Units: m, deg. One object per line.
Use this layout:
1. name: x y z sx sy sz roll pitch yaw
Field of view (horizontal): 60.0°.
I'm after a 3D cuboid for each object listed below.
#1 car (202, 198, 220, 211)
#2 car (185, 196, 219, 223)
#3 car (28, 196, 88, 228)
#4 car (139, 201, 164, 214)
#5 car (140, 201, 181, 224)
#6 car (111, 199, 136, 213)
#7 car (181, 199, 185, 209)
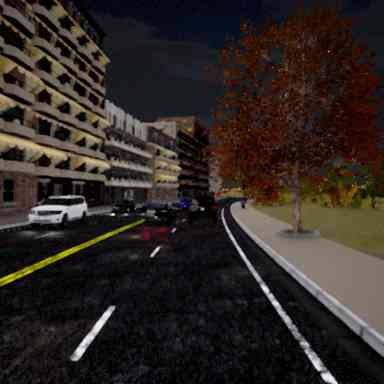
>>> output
1. car: 2.597 1.657 44.351 2.128 1.511 4.902 0 0 6
2. car: 0.955 1.303 26.463 2.150 2.045 5.566 0 0 4
3. car: -9.054 1.274 23.116 2.150 2.045 5.566 0 0 3
4. car: -4.634 1.727 38.681 1.895 1.301 4.718 0 0 6
5. car: -2.353 1.563 25.826 2.128 1.511 4.902 0 0 4
6. car: -7.884 1.629 38.814 1.837 1.490 4.892 0 -1 6
7. car: -0.597 1.640 45.038 1.882 1.535 5.008 0 0 6
